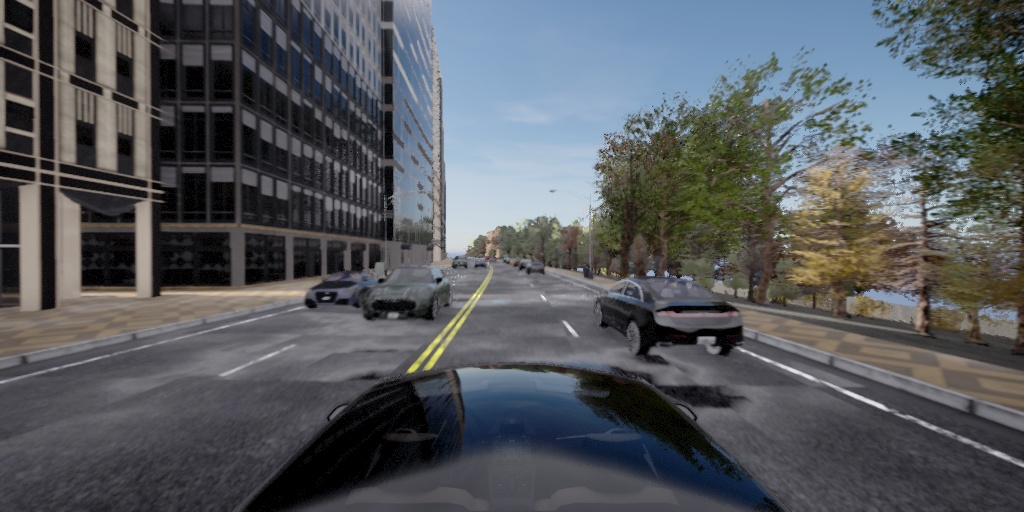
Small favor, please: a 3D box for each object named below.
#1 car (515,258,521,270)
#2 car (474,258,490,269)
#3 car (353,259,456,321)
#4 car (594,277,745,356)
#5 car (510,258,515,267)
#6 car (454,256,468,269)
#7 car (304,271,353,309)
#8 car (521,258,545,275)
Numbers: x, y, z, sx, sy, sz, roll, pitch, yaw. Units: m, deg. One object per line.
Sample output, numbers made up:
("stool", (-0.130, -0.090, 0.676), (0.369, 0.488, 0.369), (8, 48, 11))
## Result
("car", (1.986, 1.233, 50.760), (2.163, 1.488, 4.792), (0, 0, -3))
("car", (-4.806, 1.340, 55.124), (1.895, 1.301, 4.718), (0, 0, -3))
("car", (-3.417, 1.107, 12.479), (2.097, 1.767, 4.553), (0, 0, -1))
("car", (3.315, 1.235, 8.564), (2.128, 1.511, 4.902), (0, 0, 0))
("car", (1.353, 1.073, 61.738), (2.097, 1.767, 4.553), (0, 0, -4))
("car", (-8.156, 0.967, 56.827), (2.150, 2.045, 5.566), (0, 0, -3))
("car", (-6.698, 1.324, 14.878), (1.994, 1.385, 4.181), (0, 0, -1))
("car", (2.495, 1.227, 39.685), (2.128, 1.511, 4.902), (0, 0, -2))
